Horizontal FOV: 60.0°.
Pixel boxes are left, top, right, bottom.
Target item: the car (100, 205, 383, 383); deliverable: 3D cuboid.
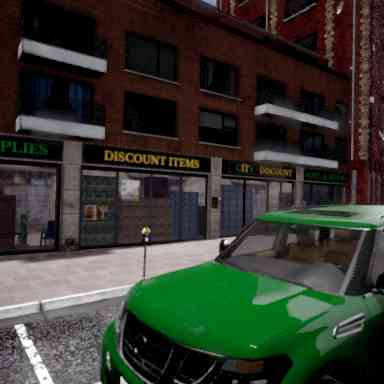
[{"bbox_3d":[1.751,1.225,4.202,5.566,2.045,2.150,0,0,-36],"label":"car"}]
